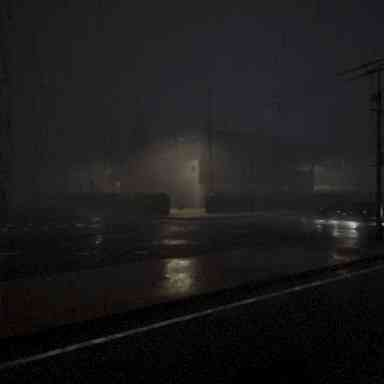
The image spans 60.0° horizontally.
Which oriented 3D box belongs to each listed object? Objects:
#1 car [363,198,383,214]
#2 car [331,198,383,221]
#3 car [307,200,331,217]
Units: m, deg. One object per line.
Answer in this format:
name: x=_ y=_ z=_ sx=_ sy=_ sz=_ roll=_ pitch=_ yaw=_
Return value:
car: x=20.661 y=1.426 z=35.651 sx=5.008 sy=1.535 sz=1.882 roll=0 pitch=0 yaw=-33
car: x=13.867 y=1.467 z=27.137 sx=4.892 sy=1.490 sz=1.837 roll=0 pitch=0 yaw=-33
car: x=12.688 y=1.436 z=30.538 sx=5.008 sy=1.535 sz=1.882 roll=0 pitch=0 yaw=-33
